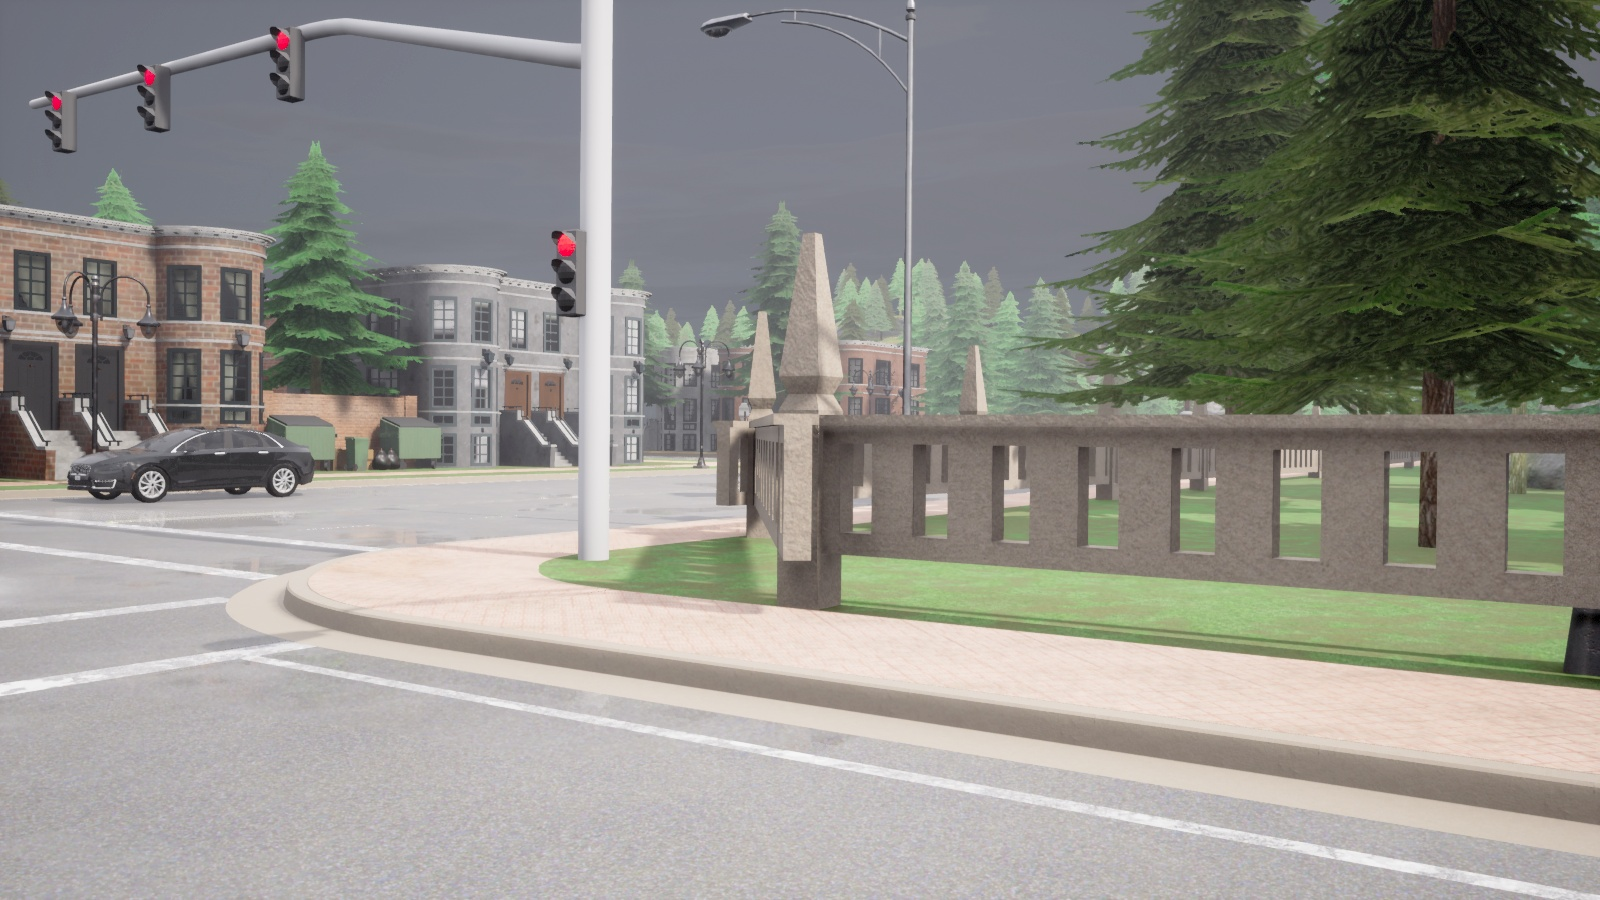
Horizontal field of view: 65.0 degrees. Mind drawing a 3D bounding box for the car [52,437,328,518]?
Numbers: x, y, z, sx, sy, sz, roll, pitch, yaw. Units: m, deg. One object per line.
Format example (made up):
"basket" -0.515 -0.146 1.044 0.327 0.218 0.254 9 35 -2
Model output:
"car" -12.508 0.493 26.110 1.837 1.490 4.892 0 1 34
